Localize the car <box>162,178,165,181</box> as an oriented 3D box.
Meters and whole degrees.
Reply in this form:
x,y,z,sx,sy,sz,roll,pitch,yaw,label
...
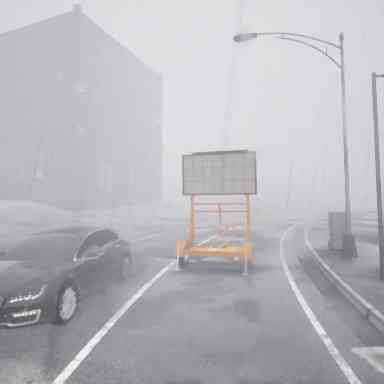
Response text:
x,y,z,sx,sy,sz,roll,pitch,yaw,label
-7.078,-2.465,62.410,4.553,1.767,2.185,2,-5,-24,car

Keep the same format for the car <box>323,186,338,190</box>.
x,y,z,sx,sy,sz,roll,pitch,yaw,label
32.767,-0.834,81.696,4.674,1.452,2.002,3,-5,-30,car

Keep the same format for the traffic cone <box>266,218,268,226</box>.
x,y,z,sx,sy,sz,roll,pitch,yaw,label
5.143,2.081,23.036,0.340,0.580,0.340,-2,-1,17,traffic cone

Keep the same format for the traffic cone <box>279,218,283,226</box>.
x,y,z,sx,sy,sz,roll,pitch,yaw,label
6.097,2.049,22.751,0.340,0.580,0.340,-2,-1,17,traffic cone

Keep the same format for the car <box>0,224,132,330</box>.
x,y,z,sx,sy,sz,roll,pitch,yaw,label
-2.799,1.549,7.326,1.837,1.490,4.892,-1,0,9,car

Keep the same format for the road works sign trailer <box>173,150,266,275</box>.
x,y,z,sx,sy,sz,roll,pitch,yaw,label
0.918,0.493,10.697,2.380,3.560,2.880,-1,0,18,road works sign trailer

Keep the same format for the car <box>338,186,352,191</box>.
x,y,z,sx,sy,sz,roll,pitch,yaw,label
37.419,-0.646,84.474,4.892,1.521,2.231,3,-5,-31,car

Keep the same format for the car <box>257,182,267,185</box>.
x,y,z,sx,sy,sz,roll,pitch,yaw,label
13.041,-1.678,71.300,4.674,1.452,2.002,2,-5,-25,car

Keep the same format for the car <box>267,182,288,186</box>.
x,y,z,sx,sy,sz,roll,pitch,yaw,label
18.028,-1.521,73.727,5.008,1.535,2.097,2,-5,-26,car

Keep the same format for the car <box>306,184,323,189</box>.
x,y,z,sx,sy,sz,roll,pitch,yaw,label
27.971,-1.066,78.974,4.792,1.488,2.163,2,-5,-28,car

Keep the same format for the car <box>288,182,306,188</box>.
x,y,z,sx,sy,sz,roll,pitch,yaw,label
22.940,-1.442,76.256,4.553,1.767,2.185,2,-5,-27,car
